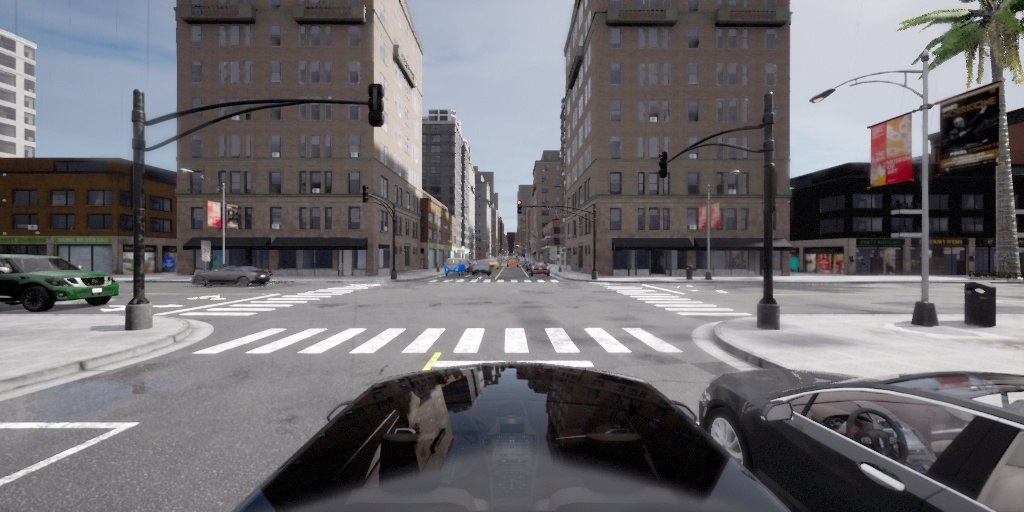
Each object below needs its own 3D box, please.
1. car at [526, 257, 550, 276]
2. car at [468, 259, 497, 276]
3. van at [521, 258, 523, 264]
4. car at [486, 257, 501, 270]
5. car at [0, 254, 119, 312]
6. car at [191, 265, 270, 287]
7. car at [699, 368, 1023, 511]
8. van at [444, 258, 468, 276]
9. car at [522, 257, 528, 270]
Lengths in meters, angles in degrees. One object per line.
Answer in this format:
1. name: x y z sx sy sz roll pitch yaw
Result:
1. car: 2.733 1.197 36.440 1.967 1.591 4.097 0 0 0
2. car: -3.024 1.305 37.227 2.033 1.411 5.357 0 0 1
3. van: 2.782 1.103 59.117 1.690 1.789 3.998 0 0 0
4. car: -2.993 1.239 53.193 1.882 1.535 5.008 0 0 0
5. car: -18.525 0.951 13.600 5.566 2.045 2.150 0 0 0
6. car: -18.388 1.281 23.576 4.181 1.385 1.994 0 0 -1
7. car: 2.668 1.300 1.790 2.007 1.370 4.403 0 0 0
8. van: -5.793 1.098 36.456 1.690 1.789 3.998 0 0 0
9. car: 2.757 1.200 47.778 1.967 1.591 4.097 0 0 0
